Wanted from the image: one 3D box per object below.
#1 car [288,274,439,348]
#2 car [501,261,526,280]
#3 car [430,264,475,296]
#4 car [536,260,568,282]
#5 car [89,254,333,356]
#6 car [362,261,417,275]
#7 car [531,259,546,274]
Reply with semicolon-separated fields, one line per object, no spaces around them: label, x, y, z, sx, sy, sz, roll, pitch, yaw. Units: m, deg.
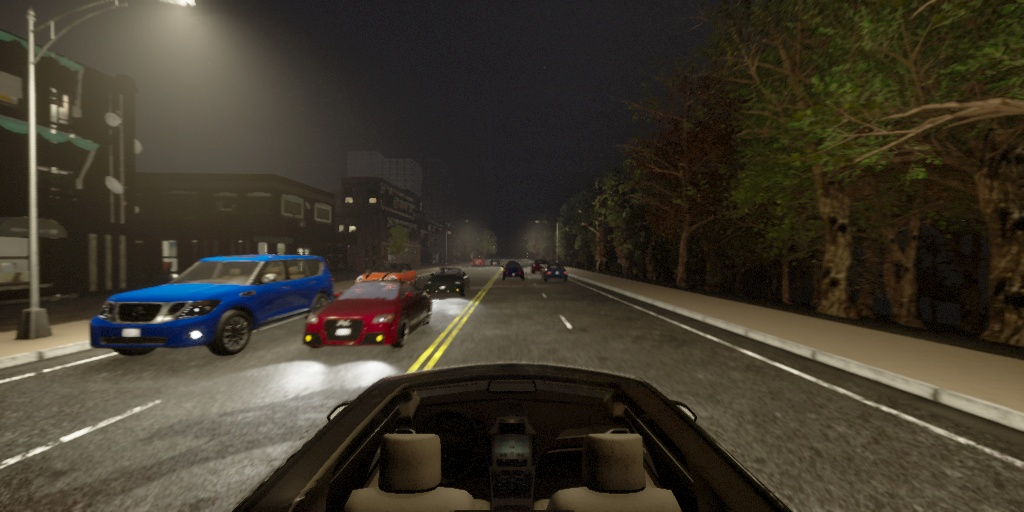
car;-3.346;1.317;9.108;1.994;1.385;4.181;0;0;0
car;0.112;1.284;30.841;1.812;1.442;4.674;0;0;0
car;-3.332;1.320;19.172;1.994;1.385;4.181;0;0;0
car;3.372;1.306;29.226;2.033;1.411;5.357;0;0;0
car;-6.595;0.975;8.973;2.150;2.045;5.566;0;0;0
car;-6.574;1.109;19.240;2.097;1.767;4.553;0;0;0
car;3.316;1.111;42.189;2.097;1.767;4.553;0;0;0
